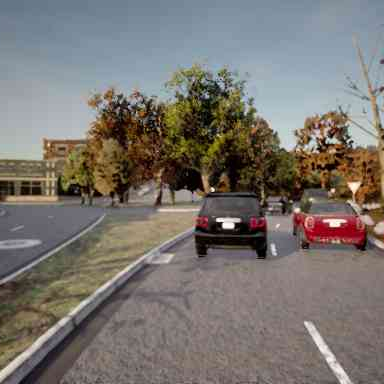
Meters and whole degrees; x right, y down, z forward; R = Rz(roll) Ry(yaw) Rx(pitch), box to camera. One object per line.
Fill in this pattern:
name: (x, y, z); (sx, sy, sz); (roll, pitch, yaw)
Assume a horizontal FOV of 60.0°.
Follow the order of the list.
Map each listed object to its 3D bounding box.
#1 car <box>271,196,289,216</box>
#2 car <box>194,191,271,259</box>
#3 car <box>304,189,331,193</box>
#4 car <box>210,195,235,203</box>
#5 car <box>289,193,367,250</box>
car: (7.109, 1.094, 27.430); (2.128, 1.511, 4.902); (0, 0, 27)
car: (1.511, 0.973, 11.803); (2.150, 2.045, 5.566); (0, 1, 11)
car: (9.623, 0.809, 25.282); (2.150, 2.045, 5.566); (0, -1, 25)
car: (6.219, 1.373, 67.633); (4.892, 1.490, 1.837); (0, -1, 35)
car: (5.193, 1.064, 13.091); (2.097, 1.767, 4.553); (0, 1, 12)
